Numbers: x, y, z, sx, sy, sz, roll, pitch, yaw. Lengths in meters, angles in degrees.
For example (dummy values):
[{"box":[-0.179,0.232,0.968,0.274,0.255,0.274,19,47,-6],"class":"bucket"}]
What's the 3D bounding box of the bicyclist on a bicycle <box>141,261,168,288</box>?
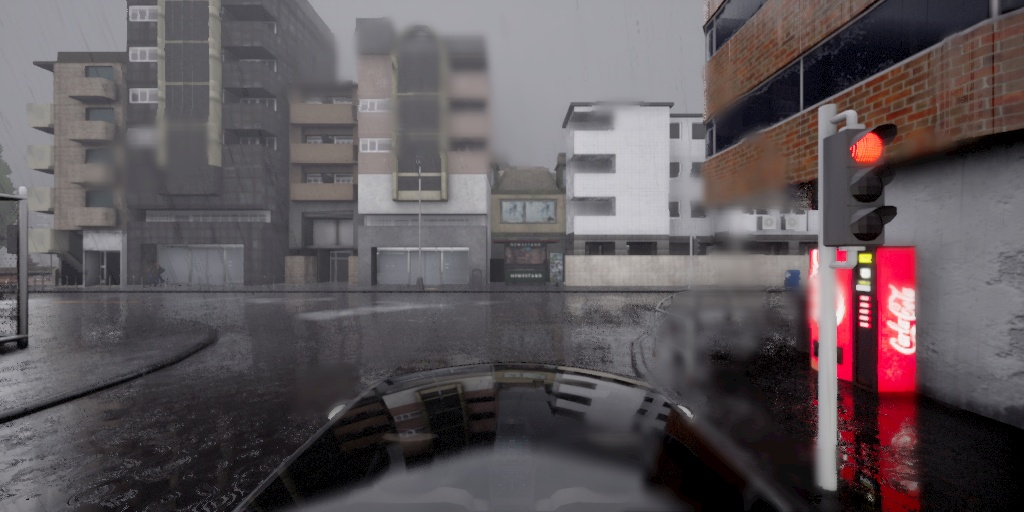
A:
[{"box":[-21.605,1.096,21.709,0.582,1.620,1.656,0,0,0],"class":"bicyclist on a bicycle"}]
